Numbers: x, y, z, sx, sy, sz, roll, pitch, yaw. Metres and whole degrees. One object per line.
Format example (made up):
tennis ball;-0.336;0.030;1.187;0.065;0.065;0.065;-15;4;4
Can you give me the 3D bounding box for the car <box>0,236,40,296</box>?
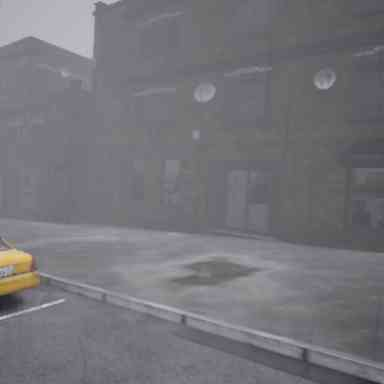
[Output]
car;-5.566;1.423;7.497;5.366;1.575;1.946;0;0;35
